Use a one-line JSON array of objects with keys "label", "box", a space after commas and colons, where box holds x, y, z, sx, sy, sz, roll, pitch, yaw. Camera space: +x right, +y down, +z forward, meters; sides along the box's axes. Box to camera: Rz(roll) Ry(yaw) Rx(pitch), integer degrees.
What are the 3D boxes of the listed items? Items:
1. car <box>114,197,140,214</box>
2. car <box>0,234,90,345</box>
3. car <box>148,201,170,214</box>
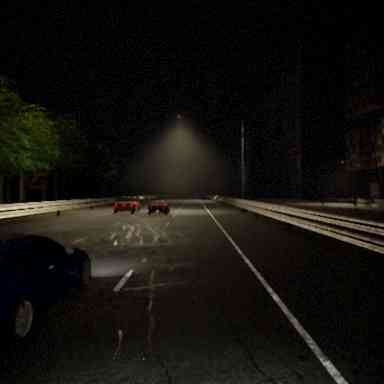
[{"label": "car", "box": [-6.787, 1.315, 35.236, 2.097, 1.767, 4.553, 0, 0, 0]}, {"label": "car", "box": [-3.381, 1.515, 6.217, 1.812, 1.442, 4.674, 0, 0, 0]}, {"label": "car", "box": [-3.289, 1.565, 34.088, 1.895, 1.301, 4.718, 0, 0, 0]}]
